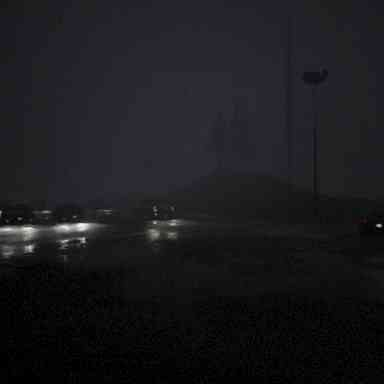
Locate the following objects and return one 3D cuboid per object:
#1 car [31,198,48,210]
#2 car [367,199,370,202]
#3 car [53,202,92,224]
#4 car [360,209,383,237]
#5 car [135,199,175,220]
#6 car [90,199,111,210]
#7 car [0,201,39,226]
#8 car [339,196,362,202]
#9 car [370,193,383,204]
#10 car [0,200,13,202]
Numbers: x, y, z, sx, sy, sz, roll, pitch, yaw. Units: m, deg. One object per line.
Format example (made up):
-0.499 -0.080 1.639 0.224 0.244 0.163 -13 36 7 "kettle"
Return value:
-19.763 1.556 42.802 1.882 1.535 5.008 0 0 -31 "car"
36.276 1.549 64.311 1.895 1.301 4.718 0 0 -13 "car"
-9.472 1.606 25.677 1.994 1.385 4.181 0 0 -31 "car"
10.379 1.566 17.202 4.181 1.385 1.994 0 0 -43 "car"
-3.281 1.389 28.966 2.097 1.767 4.553 0 0 -31 "car"
-12.338 1.615 44.021 2.033 1.411 5.357 0 0 -31 "car"
-12.596 1.610 24.079 1.994 1.385 4.181 0 0 -31 "car"
32.011 1.496 67.476 1.882 1.535 5.008 0 0 -16 "car"
33.342 1.227 56.893 2.150 2.045 5.566 0 0 1 "car"
-24.373 1.688 43.698 1.895 1.301 4.718 0 0 -31 "car"
